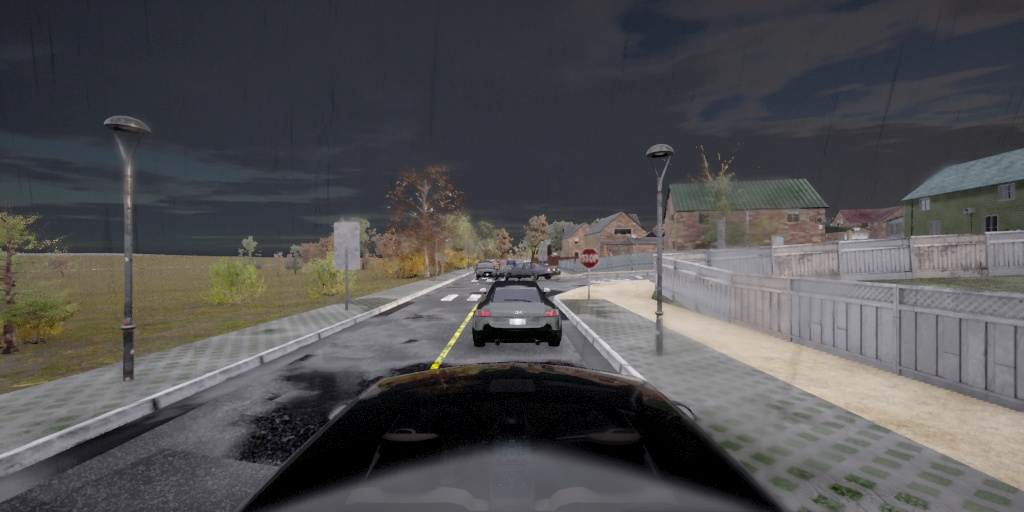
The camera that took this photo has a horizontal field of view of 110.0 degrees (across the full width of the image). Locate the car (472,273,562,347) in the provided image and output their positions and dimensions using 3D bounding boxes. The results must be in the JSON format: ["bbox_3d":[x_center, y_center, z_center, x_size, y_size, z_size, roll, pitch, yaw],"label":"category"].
[{"bbox_3d":[0.084,1.313,9.344,1.994,1.385,4.181,0,0,-1],"label":"car"}]

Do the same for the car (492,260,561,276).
[{"bbox_3d":[1.271,1.197,28.361,5.357,1.411,2.033,-4,-3,43],"label":"car"}]

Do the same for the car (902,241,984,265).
[{"bbox_3d":[23.842,-0.208,20.372,4.902,1.511,2.128,-3,0,14],"label":"car"}]

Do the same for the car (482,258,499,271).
[{"bbox_3d":[-2.969,1.120,51.080,2.097,1.767,4.553,0,0,0],"label":"car"}]

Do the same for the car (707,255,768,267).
[{"bbox_3d":[14.336,0.413,22.770,4.181,1.385,1.994,-3,0,16],"label":"car"}]

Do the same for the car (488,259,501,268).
[{"bbox_3d":[-2.979,1.256,61.117,1.882,1.535,5.008,0,0,0],"label":"car"}]

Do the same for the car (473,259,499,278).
[{"bbox_3d":[-2.324,1.257,31.264,1.837,1.490,4.892,0,0,-8],"label":"car"}]
